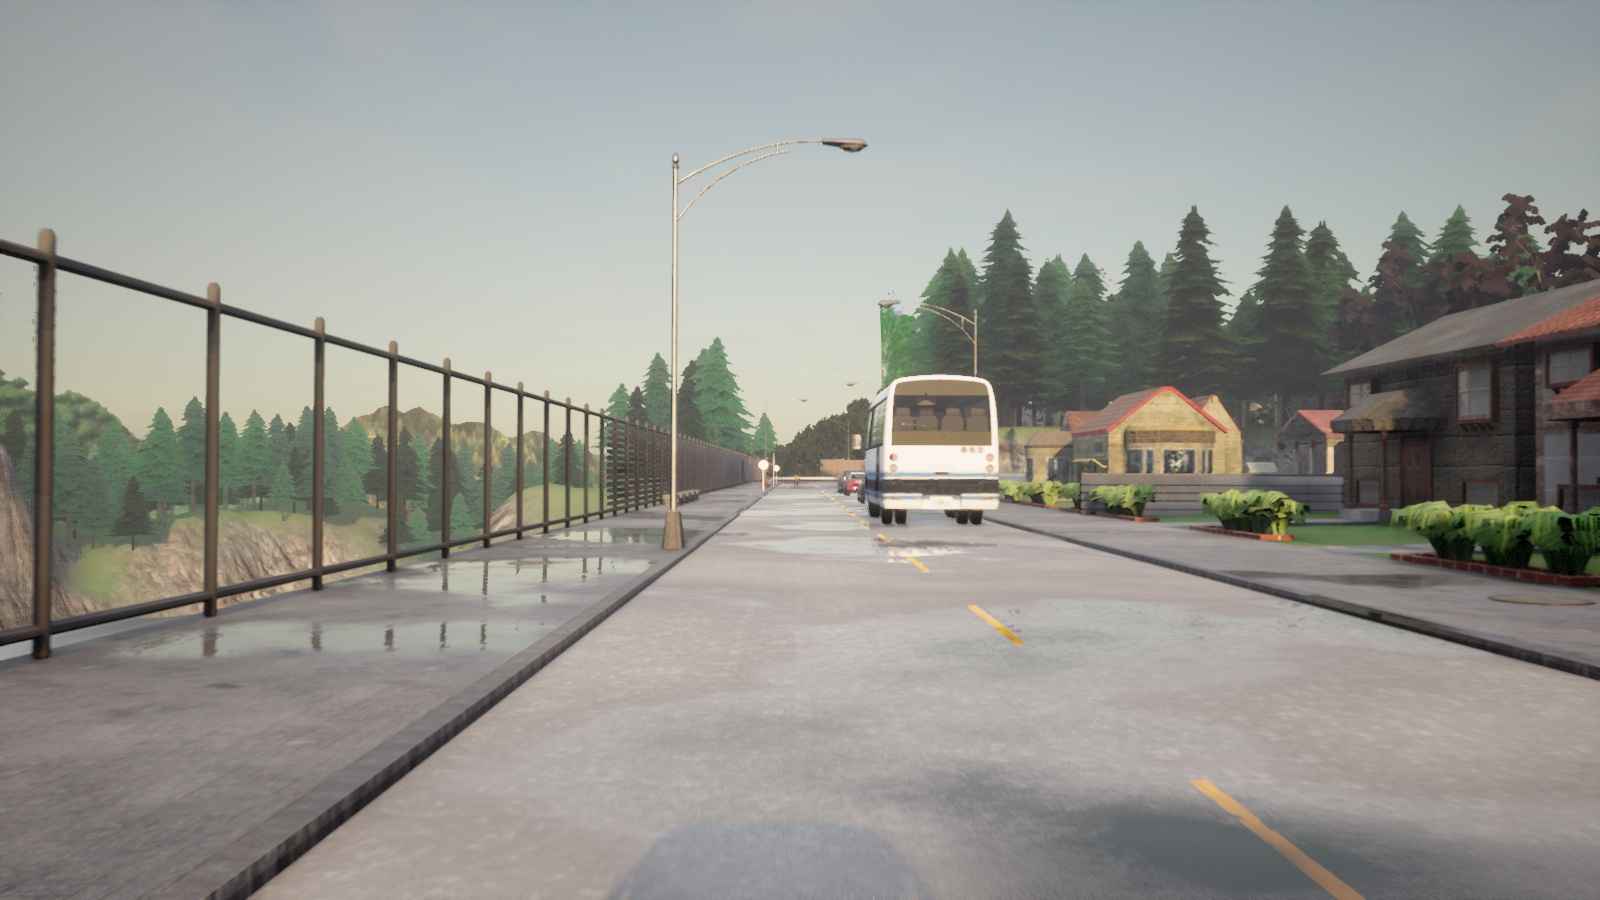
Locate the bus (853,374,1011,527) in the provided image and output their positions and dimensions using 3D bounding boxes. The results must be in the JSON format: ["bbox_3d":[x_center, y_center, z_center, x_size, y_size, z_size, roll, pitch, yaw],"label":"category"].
[{"bbox_3d":[3.897,0.096,40.232,3.944,4.253,10.273,0,-1,0],"label":"bus"}]

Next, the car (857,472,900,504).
[{"bbox_3d":[3.849,1.848,62.368,1.837,1.490,4.892,0,-1,0],"label":"car"}]

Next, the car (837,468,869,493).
[{"bbox_3d":[3.792,2.166,90.061,2.097,1.767,4.553,0,-1,0],"label":"car"}]

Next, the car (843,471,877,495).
[{"bbox_3d":[3.812,2.117,80.780,1.970,1.475,3.806,0,-1,0],"label":"car"}]
